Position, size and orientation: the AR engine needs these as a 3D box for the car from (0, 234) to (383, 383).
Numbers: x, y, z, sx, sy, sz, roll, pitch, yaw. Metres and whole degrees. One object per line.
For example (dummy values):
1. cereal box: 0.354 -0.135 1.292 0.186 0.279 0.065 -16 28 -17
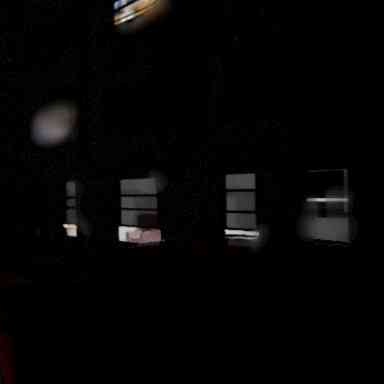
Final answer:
1. car: -0.091 1.330 2.940 5.009 1.841 2.192 -1 -1 35
